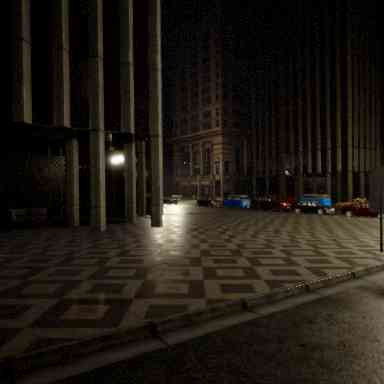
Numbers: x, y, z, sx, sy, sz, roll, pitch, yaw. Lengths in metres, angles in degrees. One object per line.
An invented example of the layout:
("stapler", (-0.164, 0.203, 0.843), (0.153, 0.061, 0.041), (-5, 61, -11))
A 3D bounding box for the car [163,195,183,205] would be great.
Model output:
("car", (-4.035, 1.440, 55.793), (2.008, 1.369, 4.403), (-1, 1, -36))

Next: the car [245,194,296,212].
("car", (8.883, 1.291, 37.858), (2.192, 1.841, 5.009), (-1, 1, -36))

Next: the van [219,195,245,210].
("van", (5.652, 1.295, 42.342), (1.690, 1.788, 3.998), (-1, 1, -36))

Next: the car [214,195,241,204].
("car", (6.030, 1.297, 56.423), (1.752, 1.417, 4.829), (-1, 1, -36))

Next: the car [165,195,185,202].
("car", (-3.555, 1.259, 69.737), (2.008, 1.369, 4.403), (-1, 1, -36))

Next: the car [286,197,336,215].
("car", (12.114, 1.550, 33.378), (2.008, 1.369, 4.403), (-1, 1, -36))

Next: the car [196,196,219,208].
("car", (2.424, 1.372, 46.825), (1.967, 1.590, 4.097), (-1, 1, -36))

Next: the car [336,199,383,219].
("car", (15.344, 1.567, 28.895), (1.887, 1.381, 4.507), (-1, 1, -36))

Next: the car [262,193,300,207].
("car", (12.583, 1.131, 47.316), (2.192, 1.841, 5.009), (-1, 1, -36))

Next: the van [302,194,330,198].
("van", (15.811, 1.179, 42.832), (1.690, 1.788, 3.998), (-1, 1, -36))
